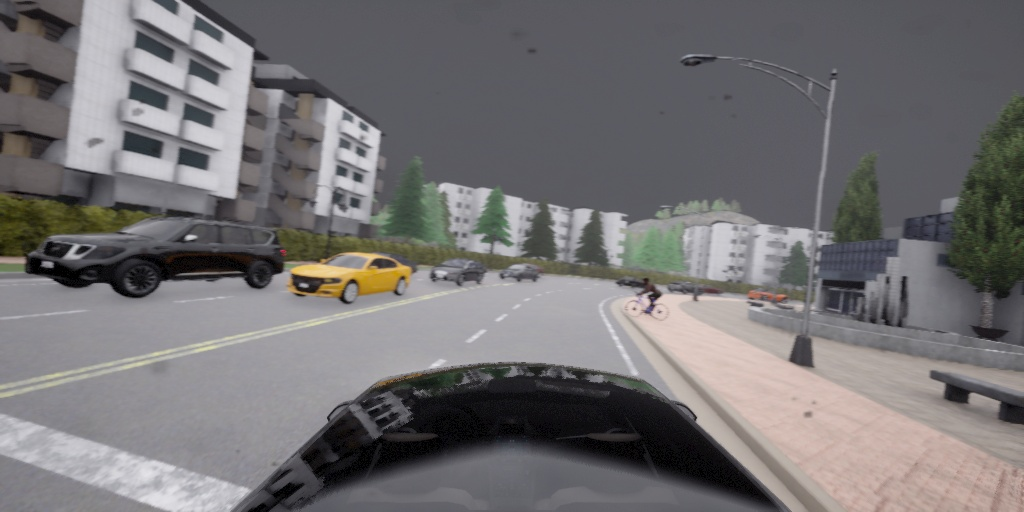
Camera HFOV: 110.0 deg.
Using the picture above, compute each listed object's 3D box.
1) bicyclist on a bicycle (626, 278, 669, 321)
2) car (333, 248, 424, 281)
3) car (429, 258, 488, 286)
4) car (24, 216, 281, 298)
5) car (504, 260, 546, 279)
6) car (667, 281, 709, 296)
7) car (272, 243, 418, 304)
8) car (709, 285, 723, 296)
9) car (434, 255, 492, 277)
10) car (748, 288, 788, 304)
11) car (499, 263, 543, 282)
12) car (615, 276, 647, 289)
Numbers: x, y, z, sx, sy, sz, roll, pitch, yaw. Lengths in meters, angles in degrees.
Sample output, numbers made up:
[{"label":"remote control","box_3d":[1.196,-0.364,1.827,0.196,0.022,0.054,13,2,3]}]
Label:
[{"label":"bicyclist on a bicycle","box_3d":[5.407,1.707,14.234,1.656,1.620,0.582,6,0,10]},{"label":"car","box_3d":[-7.288,0.488,20.356,2.033,1.411,5.357,7,0,14]},{"label":"car","box_3d":[-3.188,0.914,21.803,2.128,1.511,4.902,7,0,17]},{"label":"car","box_3d":[-9.319,-0.102,10.324,2.150,2.045,5.566,7,0,11]},{"label":"car","box_3d":[1.478,1.486,38.659,1.882,1.535,5.008,7,0,38]},{"label":"car","box_3d":[20.075,3.678,41.511,4.902,1.511,2.128,7,0,-33]},{"label":"car","box_3d":[-5.366,0.623,12.567,1.882,1.535,5.008,7,0,11]},{"label":"car","box_3d":[26.139,4.514,48.350,4.718,1.301,1.895,7,0,-21]},{"label":"car","box_3d":[-3.949,0.901,29.883,2.033,1.411,5.357,7,0,25]},{"label":"car","box_3d":[33.412,5.109,46.703,4.553,1.767,2.097,7,0,-12]},{"label":"car","box_3d":[0.723,1.428,31.138,1.812,1.442,4.674,7,0,30]},{"label":"car","box_3d":[14.070,3.087,41.500,4.718,1.301,1.895,7,0,-40]}]
